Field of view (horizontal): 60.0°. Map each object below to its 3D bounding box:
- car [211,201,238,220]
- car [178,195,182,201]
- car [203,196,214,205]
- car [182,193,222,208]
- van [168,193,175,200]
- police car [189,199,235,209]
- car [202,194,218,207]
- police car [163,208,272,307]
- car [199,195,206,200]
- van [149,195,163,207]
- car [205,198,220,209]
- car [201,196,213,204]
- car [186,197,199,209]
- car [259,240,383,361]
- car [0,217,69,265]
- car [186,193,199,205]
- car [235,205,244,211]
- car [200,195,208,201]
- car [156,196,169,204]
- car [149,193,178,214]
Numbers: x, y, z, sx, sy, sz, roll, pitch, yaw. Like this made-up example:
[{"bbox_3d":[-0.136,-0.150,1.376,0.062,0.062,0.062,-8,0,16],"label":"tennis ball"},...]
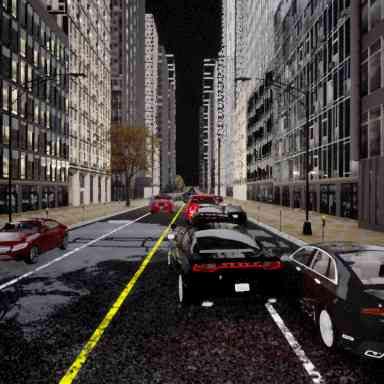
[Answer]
[{"bbox_3d":[2.740,1.537,28.720,1.887,1.381,4.507,0,0,0],"label":"car"},{"bbox_3d":[-2.860,1.454,75.118,1.837,1.490,4.892,0,0,0],"label":"car"},{"bbox_3d":[2.793,1.495,57.381,1.752,1.417,4.829,0,0,0],"label":"car"},{"bbox_3d":[0.606,1.216,24.207,2.150,2.045,5.566,0,0,-2],"label":"car"},{"bbox_3d":[-5.525,1.264,91.421,1.690,1.788,3.998,0,0,0],"label":"van"},{"bbox_3d":[0.934,1.421,18.327,1.930,1.638,5.238,0,0,0],"label":"police car"},{"bbox_3d":[2.781,1.290,51.513,2.192,1.841,5.009,0,0,0],"label":"car"},{"bbox_3d":[0.472,1.424,8.227,1.930,1.638,5.238,0,0,-9],"label":"police car"},{"bbox_3d":[2.857,1.489,91.402,1.947,1.339,4.313,0,0,0],"label":"car"},{"bbox_3d":[-5.600,1.317,51.534,1.690,1.788,3.998,0,0,0],"label":"van"},{"bbox_3d":[2.772,1.525,45.814,1.887,1.381,4.507,0,0,0],"label":"car"},{"bbox_3d":[2.803,1.509,62.909,1.887,1.381,4.507,0,0,0],"label":"car"},{"bbox_3d":[0.108,1.506,45.778,1.812,1.442,4.674,0,0,1],"label":"car"},{"bbox_3d":[2.697,1.550,5.928,2.008,1.369,4.403,0,0,0],"label":"car"},{"bbox_3d":[-5.673,1.580,11.647,1.802,1.307,4.206,0,0,0],"label":"car"},{"bbox_3d":[0.110,1.190,58.745,2.150,2.045,5.566,0,0,0],"label":"car"},{"bbox_3d":[2.729,1.560,23.022,1.947,1.339,4.313,0,0,0],"label":"car"},{"bbox_3d":[2.836,1.467,80.175,1.752,1.417,4.829,0,0,0],"label":"car"},{"bbox_3d":[-5.577,1.515,62.927,2.008,1.369,4.403,0,0,0],"label":"car"},{"bbox_3d":[-3.032,1.210,35.388,2.150,2.045,5.566,0,0,0],"label":"car"}]
